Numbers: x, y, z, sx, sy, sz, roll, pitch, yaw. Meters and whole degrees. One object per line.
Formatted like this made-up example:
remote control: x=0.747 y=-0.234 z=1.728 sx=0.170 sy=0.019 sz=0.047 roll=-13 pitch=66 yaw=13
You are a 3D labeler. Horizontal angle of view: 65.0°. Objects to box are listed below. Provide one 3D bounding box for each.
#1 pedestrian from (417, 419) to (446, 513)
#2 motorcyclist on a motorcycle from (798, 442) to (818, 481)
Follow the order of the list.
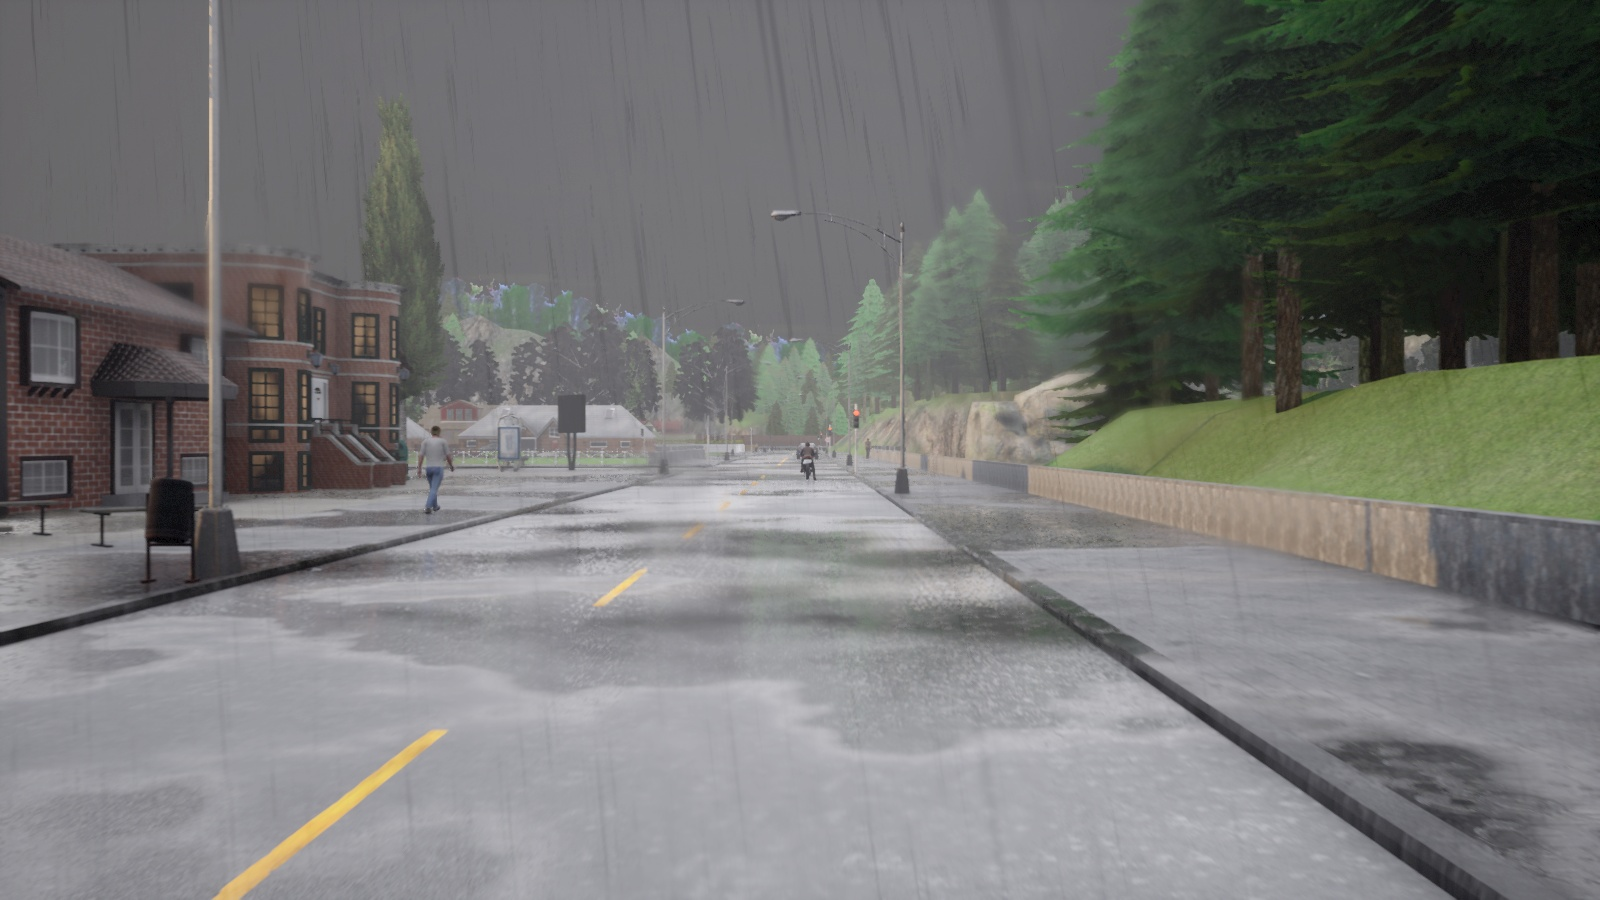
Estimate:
pedestrian: x=-7.289 y=0.309 z=24.867 sx=0.354 sy=1.836 sz=0.706 roll=0 pitch=0 yaw=1
motorcyclist on a motorcycle: x=0.305 y=0.448 z=49.917 sx=0.797 sy=1.523 sz=2.044 roll=0 pitch=0 yaw=0
